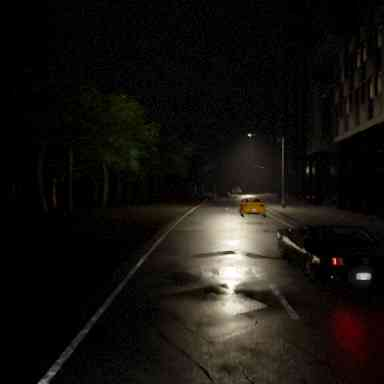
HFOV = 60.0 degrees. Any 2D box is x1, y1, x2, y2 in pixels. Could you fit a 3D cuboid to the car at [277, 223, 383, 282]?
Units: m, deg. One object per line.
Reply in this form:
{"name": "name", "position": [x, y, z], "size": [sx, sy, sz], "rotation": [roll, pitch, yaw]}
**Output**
{"name": "car", "position": [3.796, 1.517, 9.435], "size": [1.895, 1.301, 4.718], "rotation": [0, 1, 2]}

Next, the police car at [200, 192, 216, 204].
{"name": "police car", "position": [2.403, 0.782, 48.509], "size": [1.930, 1.638, 5.238], "rotation": [0, 1, 8]}

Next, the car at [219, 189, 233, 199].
{"name": "car", "position": [6.537, 0.543, 65.930], "size": [1.837, 1.490, 4.892], "rotation": [0, 1, 12]}

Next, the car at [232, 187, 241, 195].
{"name": "car", "position": [11.627, -0.294, 87.544], "size": [2.150, 2.045, 5.566], "rotation": [0, 1, 16]}

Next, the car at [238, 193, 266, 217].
{"name": "car", "position": [4.848, 1.162, 27.326], "size": [1.882, 1.535, 5.008], "rotation": [0, 1, 5]}
